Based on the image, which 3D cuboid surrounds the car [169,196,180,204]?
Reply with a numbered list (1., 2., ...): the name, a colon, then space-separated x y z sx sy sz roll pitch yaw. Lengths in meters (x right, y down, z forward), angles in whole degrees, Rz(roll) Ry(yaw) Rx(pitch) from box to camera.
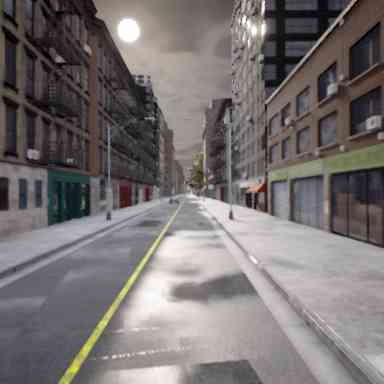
1. car: -3.419 1.546 64.348 1.812 1.442 4.674 0 0 0
